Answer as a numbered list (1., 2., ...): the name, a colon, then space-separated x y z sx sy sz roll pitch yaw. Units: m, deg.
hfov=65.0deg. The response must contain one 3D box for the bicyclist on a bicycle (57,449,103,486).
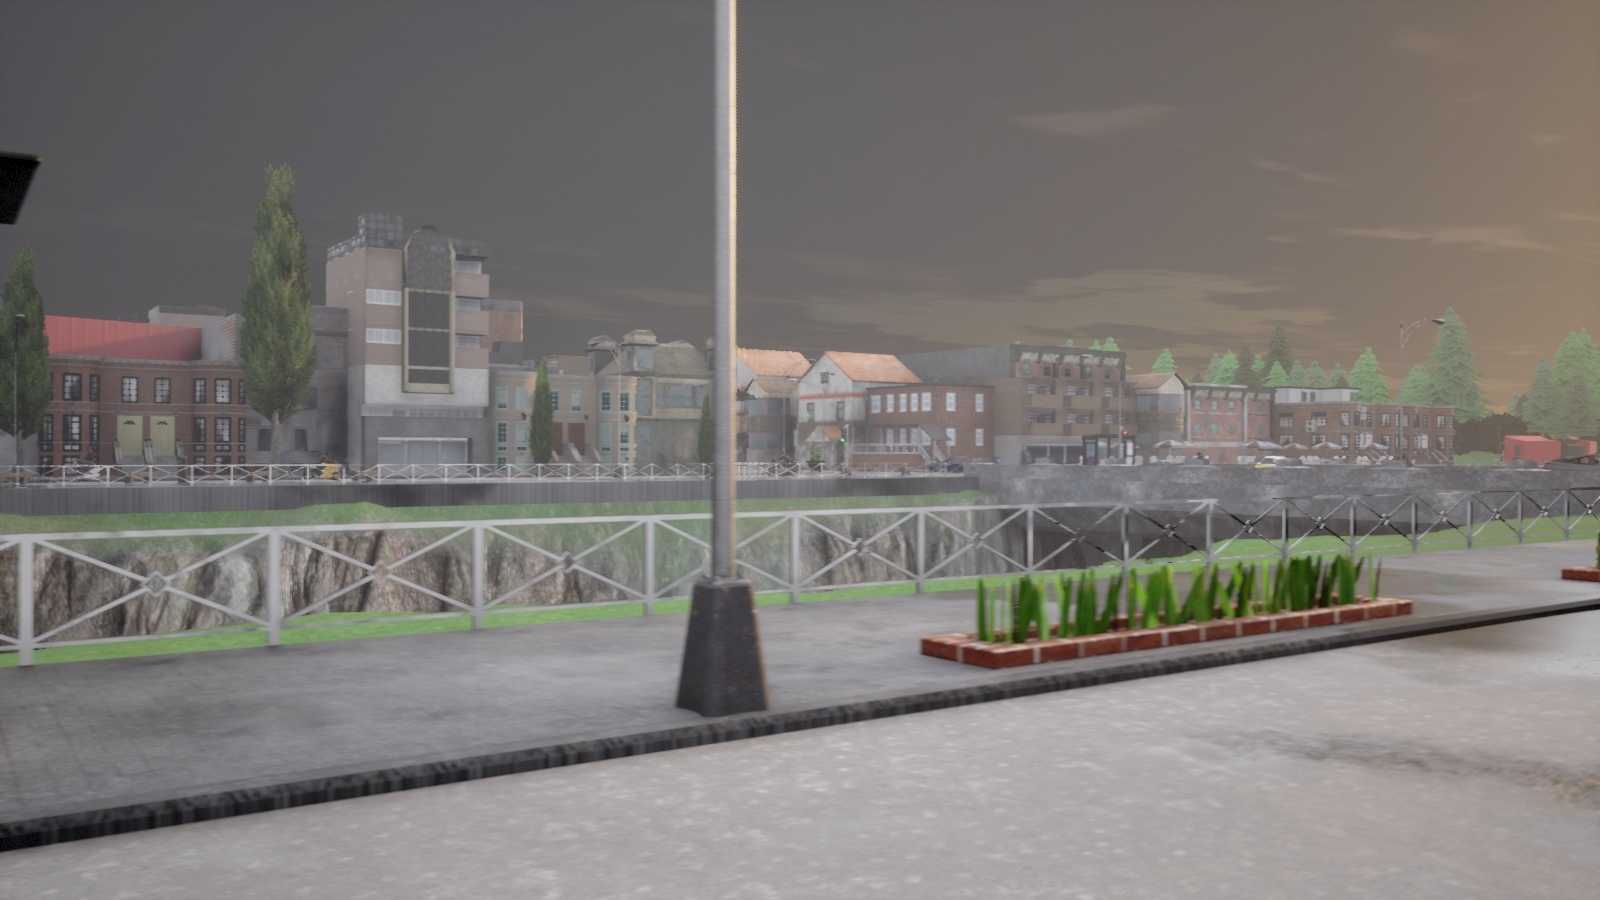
1. bicyclist on a bicycle: -34.556 0.836 60.276 1.843 1.776 0.659 0 0 -35

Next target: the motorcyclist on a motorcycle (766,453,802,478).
1. motorcyclist on a motorcycle: -1.003 0.975 78.771 2.191 1.530 0.866 0 0 -35

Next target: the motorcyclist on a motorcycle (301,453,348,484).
1. motorcyclist on a motorcycle: -23.812 0.931 62.885 2.044 1.523 0.797 0 0 -35

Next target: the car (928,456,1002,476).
1. car: 10.970 1.026 83.264 4.718 1.301 1.895 0 0 12

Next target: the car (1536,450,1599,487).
1. car: 33.647 0.749 52.539 2.007 1.525 4.514 0 0 -34

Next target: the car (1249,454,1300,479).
1. car: 26.384 0.915 69.894 1.481 1.376 2.207 0 0 -35
